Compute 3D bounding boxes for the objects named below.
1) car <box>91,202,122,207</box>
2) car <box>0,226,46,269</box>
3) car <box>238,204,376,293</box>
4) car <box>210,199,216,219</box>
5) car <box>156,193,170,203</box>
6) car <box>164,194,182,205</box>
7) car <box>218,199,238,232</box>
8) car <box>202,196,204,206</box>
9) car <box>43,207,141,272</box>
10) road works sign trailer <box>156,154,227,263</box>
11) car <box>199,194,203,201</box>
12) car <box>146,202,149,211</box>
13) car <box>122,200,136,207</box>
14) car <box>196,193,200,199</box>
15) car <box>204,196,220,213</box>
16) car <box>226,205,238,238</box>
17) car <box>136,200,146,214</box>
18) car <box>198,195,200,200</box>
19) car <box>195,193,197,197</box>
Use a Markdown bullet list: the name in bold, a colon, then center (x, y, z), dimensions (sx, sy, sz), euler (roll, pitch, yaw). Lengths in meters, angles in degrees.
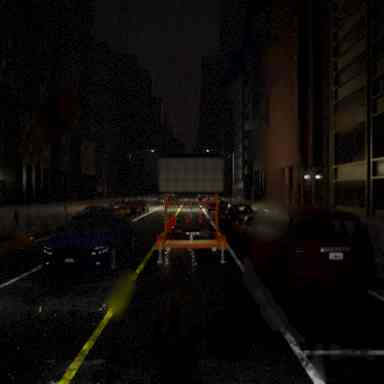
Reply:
- **car**: center (-5.802, 1.523, 20.067), dimensions (1.887, 1.381, 4.507), euler (0, 0, 0)
- **car**: center (-5.779, 1.515, 8.541), dimensions (1.752, 1.417, 4.829), euler (0, 0, 0)
- **car**: center (2.746, 1.305, 8.732), dimensions (2.192, 1.841, 5.009), euler (0, 0, 0)
- **car**: center (2.711, 1.519, 25.766), dimensions (1.887, 1.381, 4.507), euler (0, 0, 0)
- **car**: center (-5.895, 1.397, 65.485), dimensions (1.967, 1.590, 4.097), euler (0, 0, 0)
- **car**: center (-3.112, 1.508, 55.903), dimensions (1.837, 1.490, 4.892), euler (0, 0, 0)
- **car**: center (2.723, 1.419, 20.089), dimensions (1.967, 1.590, 4.097), euler (0, 0, 0)
- **car**: center (2.676, 1.532, 42.799), dimensions (1.947, 1.339, 4.313), euler (0, 0, 0)
- **car**: center (-3.120, 1.465, 10.960), dimensions (1.882, 1.535, 5.008), euler (0, 0, 0)
- **road works sign trailer**: center (-0.022, 0.451, 11.933), dimensions (2.380, 3.560, 2.880), euler (0, 0, 0)
- **car**: center (2.653, 1.401, 54.153), dimensions (1.967, 1.590, 4.097), euler (0, 0, 0)
- **car**: center (-5.837, 1.534, 37.099), dimensions (1.947, 1.339, 4.313), euler (0, 0, 0)
- **car**: center (-5.814, 1.500, 25.574), dimensions (1.752, 1.417, 4.829), euler (0, 0, 0)
- **car**: center (2.595, 1.534, 82.542), dimensions (1.802, 1.307, 4.206), euler (0, 0, 0)
- **car**: center (2.688, 1.408, 37.121), dimensions (1.967, 1.590, 4.097), euler (0, 0, 0)
- **car**: center (2.734, 1.509, 14.581), dimensions (1.752, 1.417, 4.829), euler (0, 0, 0)
- **car**: center (-5.825, 1.516, 31.421), dimensions (1.887, 1.381, 4.507), euler (0, 0, 0)
- **car**: center (2.642, 1.525, 59.831), dimensions (1.947, 1.339, 4.313), euler (0, 0, 0)
- **car**: center (2.572, 1.501, 93.897), dimensions (2.008, 1.369, 4.403), euler (0, 0, 0)
